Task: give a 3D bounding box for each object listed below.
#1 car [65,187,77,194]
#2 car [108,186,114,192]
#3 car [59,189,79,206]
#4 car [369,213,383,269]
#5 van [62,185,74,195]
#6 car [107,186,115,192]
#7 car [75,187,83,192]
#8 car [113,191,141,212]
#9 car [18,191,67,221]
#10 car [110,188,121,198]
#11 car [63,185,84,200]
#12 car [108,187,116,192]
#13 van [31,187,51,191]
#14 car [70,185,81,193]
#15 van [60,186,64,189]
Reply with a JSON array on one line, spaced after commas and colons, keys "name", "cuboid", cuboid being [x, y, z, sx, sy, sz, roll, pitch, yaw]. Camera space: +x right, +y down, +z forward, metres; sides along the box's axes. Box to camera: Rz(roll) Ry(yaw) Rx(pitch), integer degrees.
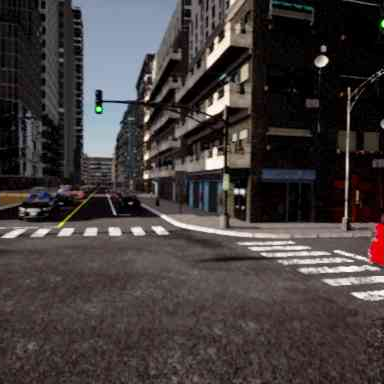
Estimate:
[{"name": "car", "cuboid": [-24.609, -0.246, 67.813, 2.008, 1.369, 4.403, 0, 1, -15]}, {"name": "car", "cuboid": [-12.158, 0.192, 53.574, 2.008, 1.369, 4.403, 0, 1, -15]}, {"name": "car", "cuboid": [-12.761, 0.693, 33.322, 1.895, 1.301, 4.718, 0, 1, -15]}, {"name": "car", "cuboid": [7.115, 1.295, 8.109, 5.566, 2.045, 2.150, 1, 1, -16]}, {"name": "van", "cuboid": [-23.157, -0.319, 62.344, 1.690, 1.788, 3.998, 0, 1, -15]}, {"name": "car", "cuboid": [-22.312, -0.871, 91.815, 1.967, 1.590, 4.097, 0, 1, -15]}, {"name": "car", "cuboid": [-30.413, -0.774, 89.667, 1.947, 1.339, 4.313, 0, 1, -15]}, {"name": "car", "cuboid": [-5.249, 0.860, 27.554, 1.947, 1.339, 4.313, 0, 1, -15]}, {"name": "car", "cuboid": [-9.479, 0.895, 20.946, 2.128, 1.511, 4.902, 0, 1, -15]}, {"name": "car", "cuboid": [-7.806, 0.597, 37.184, 1.887, 1.381, 4.507, 0, 1, -15]}, {"name": "car", "cuboid": [-16.176, 0.120, 46.258, 2.097, 1.767, 4.553, 0, 1, -15]}, {"name": "car", "cuboid": [-20.862, -0.610, 86.355, 1.947, 1.339, 4.313, 0, 1, -15]}, {"name": "van", "cuboid": [-15.904, 0.365, 35.027, 1.690, 1.788, 3.998, 0, 1, -15]}, {"name": "car", "cuboid": [-27.509, -0.753, 78.734, 2.192, 1.841, 5.009, 0, 1, -15]}, {"name": "van", "cuboid": [-21.707, -0.183, 56.880, 1.690, 1.788, 3.998, 0, 1, -15]}]
